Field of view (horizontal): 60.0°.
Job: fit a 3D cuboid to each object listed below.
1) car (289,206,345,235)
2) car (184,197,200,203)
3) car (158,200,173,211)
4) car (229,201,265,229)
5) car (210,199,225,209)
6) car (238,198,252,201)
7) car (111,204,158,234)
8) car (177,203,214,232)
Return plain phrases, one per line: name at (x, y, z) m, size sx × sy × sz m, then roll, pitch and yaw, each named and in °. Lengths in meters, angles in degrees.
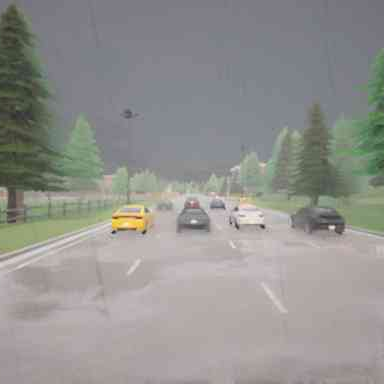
car at (7.096, 1.558, 19.284) m, size 1.837 × 1.490 × 4.892 m, roll 0°, pitch 0°, yaw 0°
car at (0.040, 1.474, 44.579) m, size 2.097 × 1.767 × 4.553 m, roll 0°, pitch 0°, yaw 1°
car at (-3.470, 1.721, 43.651) m, size 1.895 × 1.301 × 4.718 m, roll 0°, pitch 0°, yaw 1°
car at (3.582, 1.586, 22.012) m, size 1.812 × 1.442 × 4.674 m, roll 0°, pitch 0°, yaw 0°
car at (3.554, 1.693, 46.949) m, size 1.994 × 1.385 × 4.181 m, roll 0°, pitch 0°, yaw 0°
car at (7.041, 1.599, 44.433) m, size 1.882 × 1.535 × 5.008 m, roll 0°, pitch 0°, yaw 1°
car at (-3.404, 1.532, 19.747) m, size 1.882 × 1.535 × 5.008 m, roll 0°, pitch 0°, yaw 0°
car at (0.096, 1.621, 20.493) m, size 1.994 × 1.385 × 4.181 m, roll 0°, pitch 0°, yaw 0°
